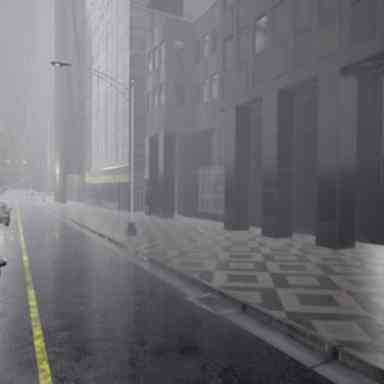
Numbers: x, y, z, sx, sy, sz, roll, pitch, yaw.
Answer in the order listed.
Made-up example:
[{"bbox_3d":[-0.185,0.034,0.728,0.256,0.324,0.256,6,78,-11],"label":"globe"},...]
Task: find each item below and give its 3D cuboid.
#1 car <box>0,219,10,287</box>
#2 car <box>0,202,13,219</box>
[{"bbox_3d":[-4.302,1.485,5.564,2.128,1.511,4.902,0,0,-28],"label":"car"},{"bbox_3d":[-13.240,1.461,22.307,2.128,1.511,4.902,0,0,-28],"label":"car"}]
